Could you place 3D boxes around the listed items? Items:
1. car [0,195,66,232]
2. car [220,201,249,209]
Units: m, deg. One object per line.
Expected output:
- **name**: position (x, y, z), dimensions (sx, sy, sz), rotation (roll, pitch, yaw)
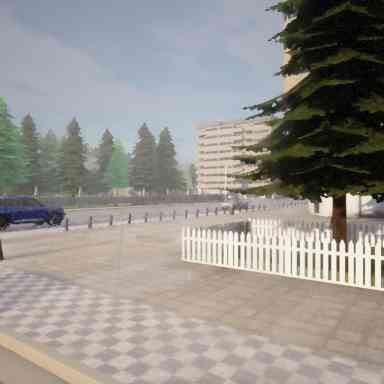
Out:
- **car**: position (-10.551, 1.221, 20.298), dimensions (2.150, 2.045, 5.566), rotation (0, 0, 36)
- **car**: position (5.626, 1.601, 42.881), dimensions (1.895, 1.301, 4.718), rotation (0, 0, 36)
